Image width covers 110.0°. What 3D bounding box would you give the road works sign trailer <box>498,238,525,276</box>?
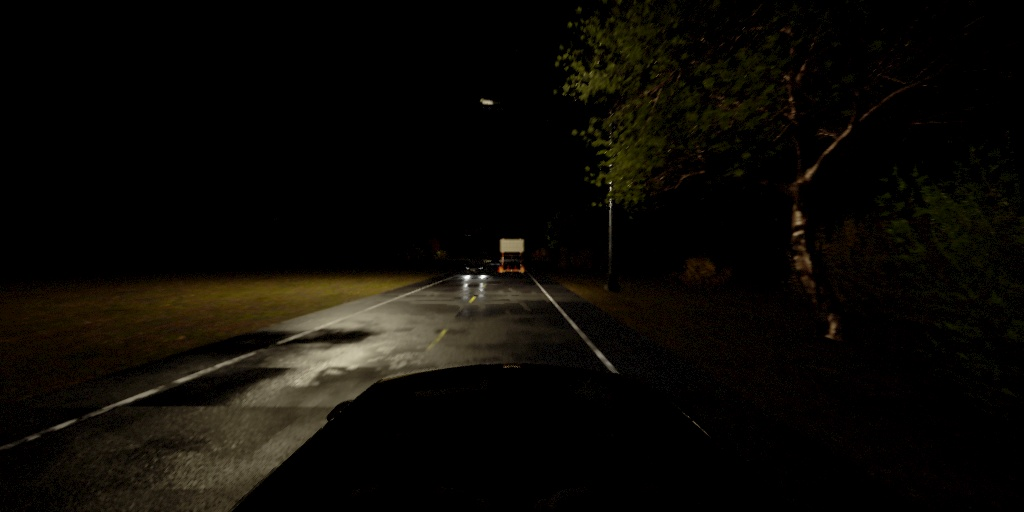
[{"bbox_3d":[-0.009,0.059,34.515,2.380,3.560,2.880,0,0,0],"label":"road works sign trailer"}]

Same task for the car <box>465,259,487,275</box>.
[{"bbox_3d":[-3.590,1.090,36.251,1.837,1.490,4.892,0,0,0],"label":"car"}]
